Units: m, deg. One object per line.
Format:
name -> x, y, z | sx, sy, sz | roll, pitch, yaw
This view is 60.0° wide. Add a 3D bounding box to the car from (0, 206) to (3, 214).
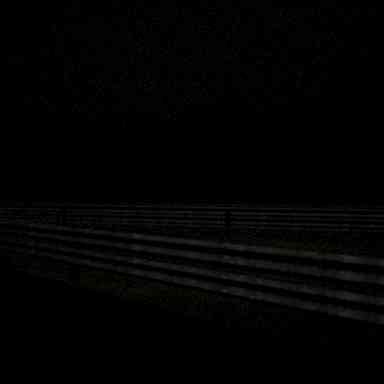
car -> -19.247, 1.475, 29.693 | 4.553, 1.767, 2.097 | 0, 0, 21
